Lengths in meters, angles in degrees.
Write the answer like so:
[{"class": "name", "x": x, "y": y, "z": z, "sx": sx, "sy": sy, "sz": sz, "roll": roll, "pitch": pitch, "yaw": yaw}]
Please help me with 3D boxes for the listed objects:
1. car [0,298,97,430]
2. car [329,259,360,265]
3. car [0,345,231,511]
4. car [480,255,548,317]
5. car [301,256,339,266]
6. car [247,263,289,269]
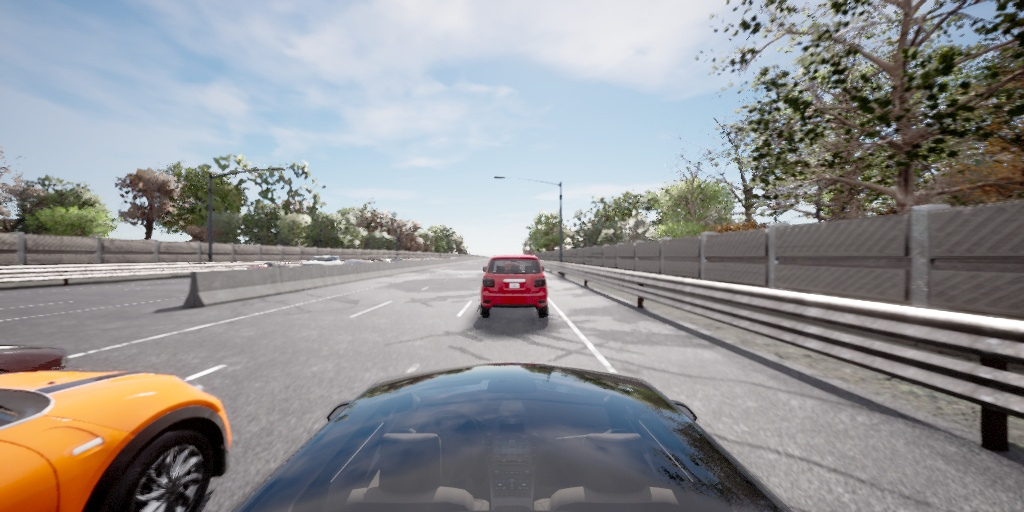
[{"class": "car", "x": -6.904, "y": 1.298, "z": 2.404, "sx": 2.033, "sy": 1.411, "sz": 5.357, "roll": 0, "pitch": 0, "yaw": 0}, {"class": "car", "x": -17.781, "y": 1.284, "z": 39.484, "sx": 1.812, "sy": 1.442, "sz": 4.674, "roll": 0, "pitch": 0, "yaw": 0}, {"class": "car", "x": -3.410, "y": 1.103, "z": 1.100, "sx": 2.097, "sy": 1.767, "sz": 4.553, "roll": 0, "pitch": 0, "yaw": 1}, {"class": "car", "x": 0.060, "y": 0.974, "z": 13.329, "sx": 2.150, "sy": 2.045, "sz": 5.566, "roll": 0, "pitch": 0, "yaw": 0}, {"class": "car", "x": -21.280, "y": 0.982, "z": 40.198, "sx": 2.150, "sy": 2.045, "sz": 5.566, "roll": 0, "pitch": 0, "yaw": 0}, {"class": "car", "x": -24.764, "y": 1.359, "z": 36.743, "sx": 1.895, "sy": 1.301, "sz": 4.718, "roll": 0, "pitch": 0, "yaw": 0}]
